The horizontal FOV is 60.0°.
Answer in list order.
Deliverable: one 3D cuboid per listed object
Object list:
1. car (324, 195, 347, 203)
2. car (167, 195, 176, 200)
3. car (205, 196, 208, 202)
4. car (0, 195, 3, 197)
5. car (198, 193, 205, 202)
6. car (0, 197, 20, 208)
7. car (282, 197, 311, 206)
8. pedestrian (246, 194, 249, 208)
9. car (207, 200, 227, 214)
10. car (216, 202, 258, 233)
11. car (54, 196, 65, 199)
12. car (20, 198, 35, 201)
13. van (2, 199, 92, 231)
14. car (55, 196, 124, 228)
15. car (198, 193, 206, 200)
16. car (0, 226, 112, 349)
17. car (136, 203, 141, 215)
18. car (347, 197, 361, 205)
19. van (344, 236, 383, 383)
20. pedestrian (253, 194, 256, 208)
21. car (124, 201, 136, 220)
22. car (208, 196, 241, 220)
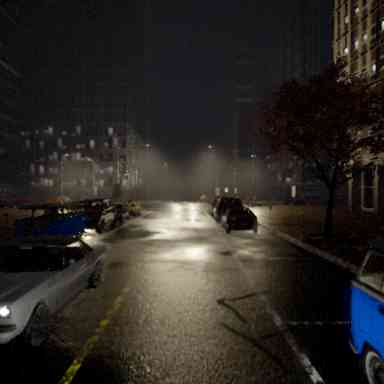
[{"bbox_3d":[26.427,1.266,60.823,4.313,1.339,1.947,0,1,-5],"label":"car"},{"bbox_3d":[-5.857,1.468,91.342,1.947,1.339,4.313,-1,0,0],"label":"car"},{"bbox_3d":[2.666,1.292,30.550,2.192,1.841,5.009,-1,0,0],"label":"car"},{"bbox_3d":[-33.835,1.364,55.243,5.009,1.841,2.192,0,1,-5],"label":"car"},{"bbox_3d":[2.792,1.453,75.713,1.752,1.417,4.829,-1,0,0],"label":"car"},{"bbox_3d":[-27.499,1.760,47.416,4.313,1.339,1.947,0,1,-5],"label":"car"},{"bbox_3d":[16.117,1.507,51.454,4.313,1.339,1.947,0,1,-5],"label":"car"},{"bbox_3d":[7.127,1.119,42.723,0.375,1.860,0.375,-1,1,0],"label":"pedestrian"},{"bbox_3d":[2.671,1.554,36.175,1.802,1.307,4.206,-1,0,0],"label":"car"},{"bbox_3d":[2.673,1.531,19.298,1.887,1.381,4.507,-1,0,0],"label":"car"},{"bbox_3d":[-22.584,1.425,56.294,4.097,1.590,1.967,0,1,-5],"label":"car"},{"bbox_3d":[-28.209,1.599,55.774,4.206,1.307,1.802,0,1,-5],"label":"car"},{"bbox_3d":[-5.710,1.331,13.671,1.690,1.788,3.998,-1,0,0],"label":"van"},{"bbox_3d":[-5.712,1.301,19.297,2.192,1.841,5.009,-1,0,0],"label":"car"},{"bbox_3d":[2.695,1.219,90.794,2.192,1.841,5.009,-1,0,0],"label":"car"},{"bbox_3d":[-3.101,1.596,6.351,1.895,1.301,4.718,0,0,0],"label":"car"},{"bbox_3d":[-5.710,1.502,30.378,1.752,1.417,4.829,-1,0,0],"label":"car"},{"bbox_3d":[27.371,1.458,52.496,4.206,1.307,1.802,0,1,-5],"label":"car"},{"bbox_3d":[2.672,1.340,2.422,1.690,1.788,3.998,-1,0,0],"label":"van"},{"bbox_3d":[8.127,1.142,43.324,0.375,1.860,0.375,-1,1,0],"label":"pedestrian"},{"bbox_3d":[-5.708,1.563,24.924,1.802,1.307,4.206,-1,0,0],"label":"car"},{"bbox_3d":[2.667,1.297,24.924,2.192,1.841,5.009,-1,0,0],"label":"car"}]
